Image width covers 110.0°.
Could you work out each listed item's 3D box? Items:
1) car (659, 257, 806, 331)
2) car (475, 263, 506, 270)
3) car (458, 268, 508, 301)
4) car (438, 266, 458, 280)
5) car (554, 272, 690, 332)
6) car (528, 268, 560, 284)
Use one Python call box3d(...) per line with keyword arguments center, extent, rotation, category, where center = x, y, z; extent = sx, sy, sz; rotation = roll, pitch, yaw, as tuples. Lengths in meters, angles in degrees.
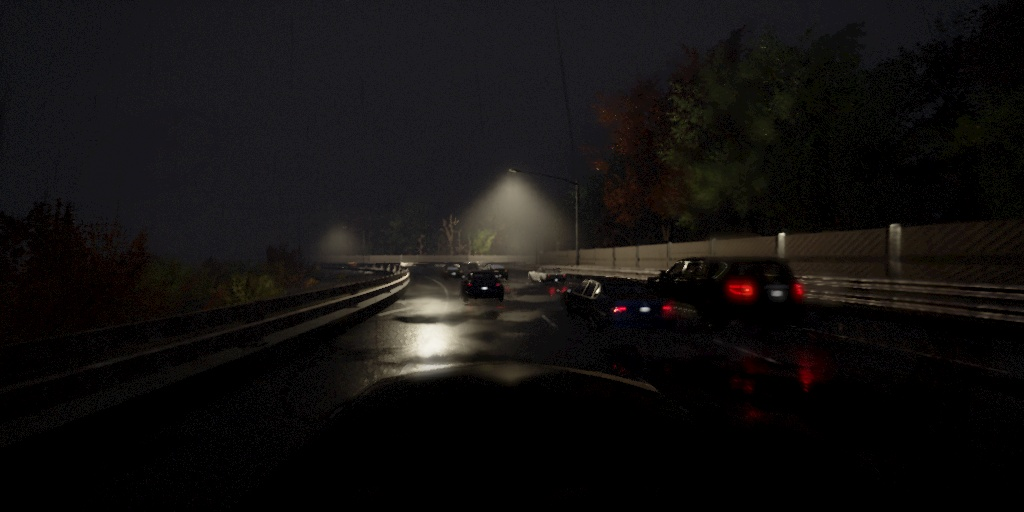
box3d(center=(6.358, 1.064, 11.610), extent=(2.150, 2.045, 5.566), rotation=(0, -1, -6), category="car")
box3d(center=(-1.746, 1.570, 33.668), extent=(2.128, 1.511, 4.902), rotation=(0, -1, -17), category="car")
box3d(center=(-1.624, 1.488, 18.540), extent=(1.994, 1.385, 4.181), rotation=(0, -1, -10), category="car")
box3d(center=(-6.105, 1.668, 35.659), extent=(1.994, 1.385, 4.181), rotation=(0, -1, -19), category="car")
box3d(center=(3.001, 1.392, 11.317), extent=(2.033, 1.411, 5.357), rotation=(0, -1, -6), category="car")
box3d(center=(2.905, 1.642, 30.451), extent=(1.895, 1.301, 4.718), rotation=(0, -1, -15), category="car")
